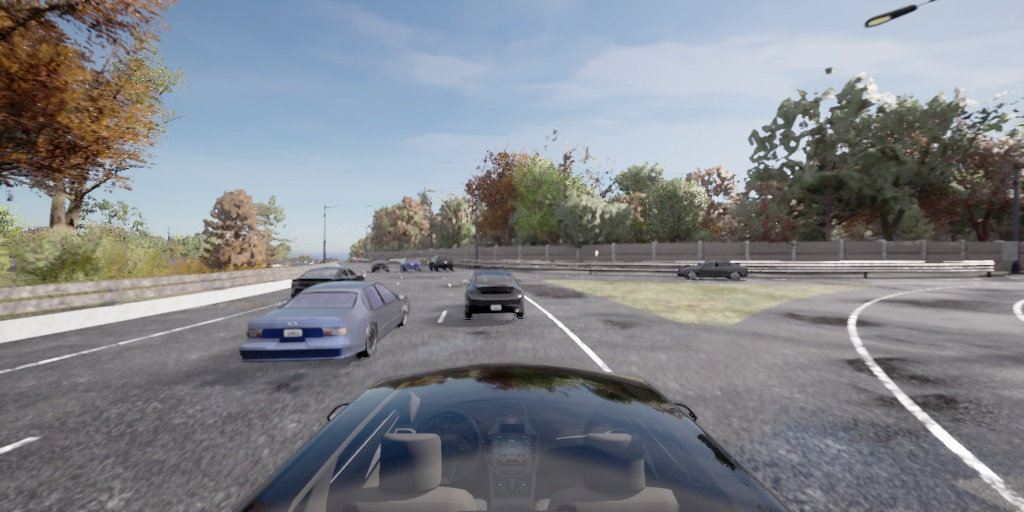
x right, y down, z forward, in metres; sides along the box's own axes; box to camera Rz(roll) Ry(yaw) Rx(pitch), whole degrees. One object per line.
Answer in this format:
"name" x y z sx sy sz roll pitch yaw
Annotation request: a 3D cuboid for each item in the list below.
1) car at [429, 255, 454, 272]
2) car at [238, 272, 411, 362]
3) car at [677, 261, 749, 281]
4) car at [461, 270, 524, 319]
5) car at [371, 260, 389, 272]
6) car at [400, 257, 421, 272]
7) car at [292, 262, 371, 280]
"car" -8.865 0.871 44.702 2.150 2.045 5.566 0 0 -23
"car" -3.758 1.290 8.327 2.033 1.411 5.357 0 0 -5
"car" 15.575 1.116 27.995 4.892 1.490 1.837 0 0 19
"car" -0.709 1.223 12.675 1.837 1.490 4.892 0 0 -6
"car" -16.301 1.182 44.293 1.837 1.490 4.892 0 1 -23
"car" -12.837 1.012 45.088 2.097 1.767 4.553 0 0 -23
"car" -8.240 1.211 16.533 1.882 1.535 5.008 0 0 -8
